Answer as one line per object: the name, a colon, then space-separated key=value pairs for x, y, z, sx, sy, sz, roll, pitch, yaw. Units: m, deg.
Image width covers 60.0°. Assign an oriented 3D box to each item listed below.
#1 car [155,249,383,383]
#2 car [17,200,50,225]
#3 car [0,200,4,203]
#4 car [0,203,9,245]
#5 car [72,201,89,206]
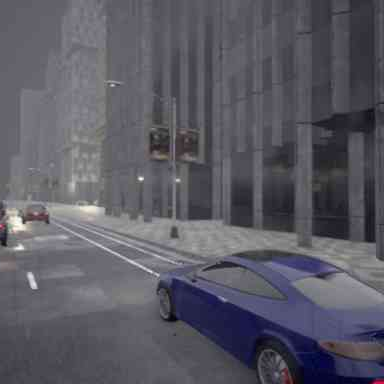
car: x=1.028 y=1.629 z=5.154 sx=1.812 sy=1.442 sz=4.674 roll=1 pitch=-1 yaw=-30
car: x=-13.875 y=1.865 z=29.275 sx=2.097 sy=1.767 sz=4.553 roll=1 pitch=-1 yaw=-29
car: x=-19.482 y=1.785 z=32.669 sx=2.150 sy=2.045 sz=5.566 roll=1 pitch=-1 yaw=-30
car: x=-10.401 y=1.639 z=16.638 sx=2.097 sy=1.767 sz=4.553 roll=1 pitch=-1 yaw=-29
car: x=-30.170 y=3.111 z=90.152 sx=4.403 sy=1.369 sz=2.008 roll=1 pitch=-1 yaw=-29
